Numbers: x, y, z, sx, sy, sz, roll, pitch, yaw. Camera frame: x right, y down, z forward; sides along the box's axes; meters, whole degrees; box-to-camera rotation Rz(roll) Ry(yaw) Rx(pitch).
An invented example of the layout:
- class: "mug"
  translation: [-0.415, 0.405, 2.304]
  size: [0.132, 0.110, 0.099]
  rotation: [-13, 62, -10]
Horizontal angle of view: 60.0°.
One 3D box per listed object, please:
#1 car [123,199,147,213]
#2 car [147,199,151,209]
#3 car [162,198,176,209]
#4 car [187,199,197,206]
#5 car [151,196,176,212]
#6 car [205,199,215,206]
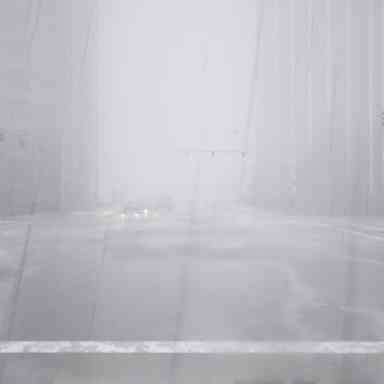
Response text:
- class: "car"
  translation: [-7.148, 1.729, 40.846]
  size: [1.882, 1.535, 5.008]
  rotation: [0, 0, 0]
- class: "car"
  translation: [-7.148, 1.801, 50.333]
  size: [2.128, 1.511, 4.902]
  rotation: [0, 0, 0]
- class: "car"
  translation: [-3.645, 1.809, 53.936]
  size: [1.882, 1.535, 5.008]
  rotation: [0, 0, 0]
- class: "car"
  translation: [-0.078, 2.000, 65.134]
  size: [1.895, 1.301, 4.718]
  rotation: [0, 0, 0]
- class: "car"
  translation: [-3.651, 1.491, 43.943]
  size: [2.150, 2.045, 5.566]
  rotation: [0, 0, 0]
- class: "car"
  translation: [3.422, 1.997, 64.598]
  size: [1.895, 1.301, 4.718]
  rotation: [0, 0, 0]
